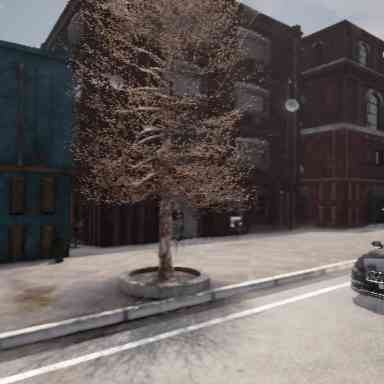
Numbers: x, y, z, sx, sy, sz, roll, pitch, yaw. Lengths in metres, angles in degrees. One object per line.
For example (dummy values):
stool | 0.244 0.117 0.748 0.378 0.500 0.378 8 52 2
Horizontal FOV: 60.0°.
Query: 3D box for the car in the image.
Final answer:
car | 5.598 1.565 7.649 4.892 1.490 1.837 1 -1 -35
